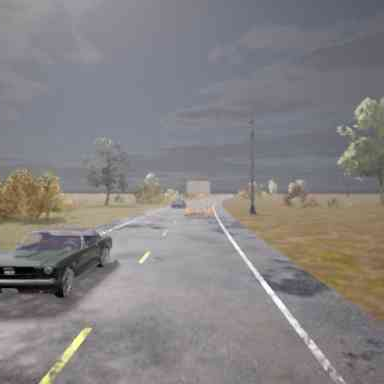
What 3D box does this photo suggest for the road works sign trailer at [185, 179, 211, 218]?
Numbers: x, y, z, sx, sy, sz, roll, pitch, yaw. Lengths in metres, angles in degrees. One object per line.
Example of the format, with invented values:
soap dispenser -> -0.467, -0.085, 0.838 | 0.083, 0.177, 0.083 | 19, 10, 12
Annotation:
road works sign trailer -> 0.598, 0.585, 31.564 | 2.380, 3.560, 2.880 | 0, 0, 3

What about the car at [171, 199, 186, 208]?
car -> -2.020, 1.751, 50.488 | 1.994, 1.385, 4.181 | 0, 0, 4

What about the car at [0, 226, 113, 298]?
car -> -3.534, 1.633, 8.707 | 1.895, 1.301, 4.718 | 0, 0, 1
